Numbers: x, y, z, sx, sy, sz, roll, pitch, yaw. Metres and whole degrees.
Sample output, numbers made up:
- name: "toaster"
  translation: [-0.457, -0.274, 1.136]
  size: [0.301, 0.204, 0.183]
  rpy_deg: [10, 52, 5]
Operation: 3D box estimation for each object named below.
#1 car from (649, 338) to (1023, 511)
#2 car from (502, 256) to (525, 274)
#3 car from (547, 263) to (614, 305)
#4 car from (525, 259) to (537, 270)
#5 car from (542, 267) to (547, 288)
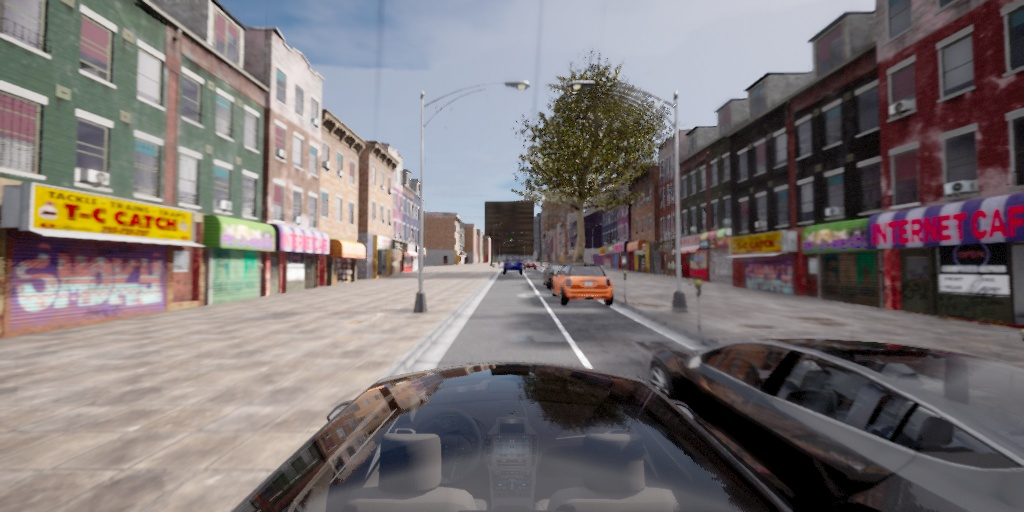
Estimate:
- name: "car"
  translation: [2.642, 1.315, 2.929]
  size: [1.948, 1.339, 4.313]
  rpy_deg: [0, 0, 0]
- name: "car"
  translation: [0.086, 0.977, 41.135]
  size: [2.150, 2.045, 5.566]
  rpy_deg: [0, 0, 0]
- name: "car"
  translation: [2.992, 1.096, 16.104]
  size: [2.097, 1.767, 4.553]
  rpy_deg: [0, 0, 0]
- name: "car"
  translation: [2.652, 1.223, 52.912]
  size: [1.967, 1.591, 4.097]
  rpy_deg: [0, 0, 0]
- name: "car"
  translation: [3.020, 1.219, 23.138]
  size: [1.882, 1.535, 5.008]
  rpy_deg: [0, 0, 0]
